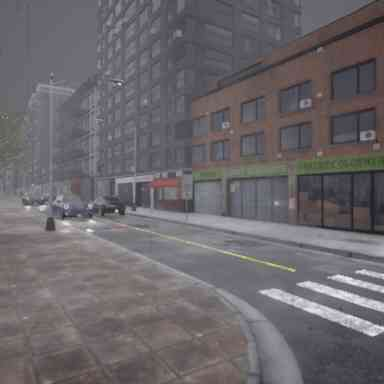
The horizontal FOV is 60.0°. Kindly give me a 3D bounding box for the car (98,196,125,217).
[{"bbox_3d":[-6.963,1.127,26.916,1.837,1.490,4.892,1,0,-33],"label":"car"}]

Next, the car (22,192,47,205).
[{"bbox_3d":[-20.100,0.772,42.002,2.097,1.767,4.553,1,0,-33],"label":"car"}]

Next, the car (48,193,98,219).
[{"bbox_3d":[-8.768,0.968,24.286,2.097,1.767,4.553,1,0,-33],"label":"car"}]
